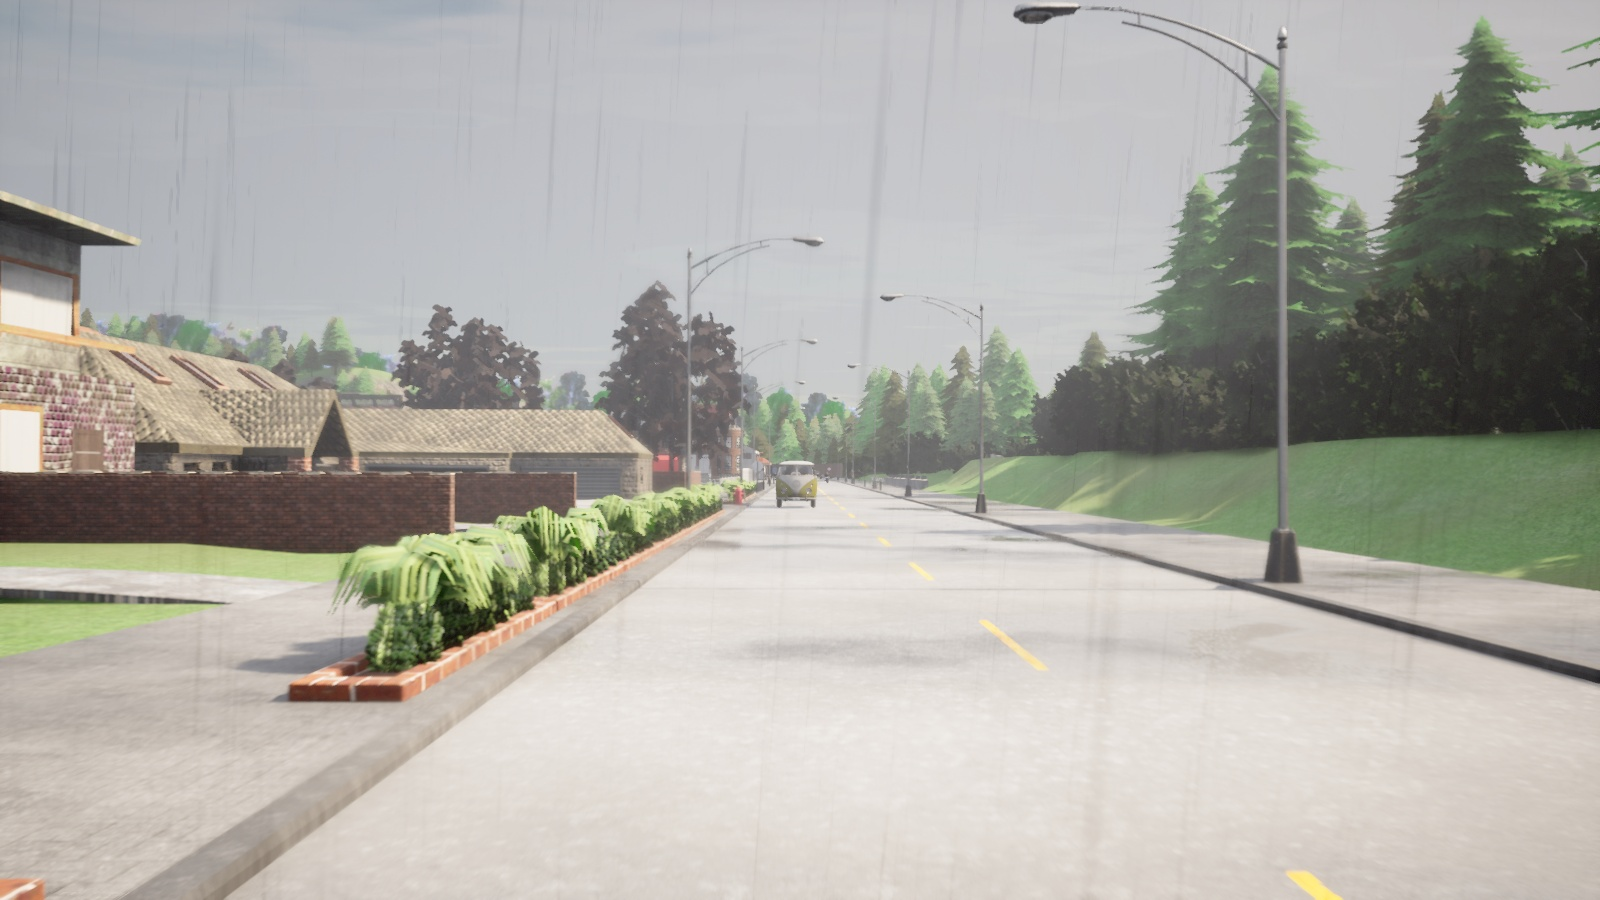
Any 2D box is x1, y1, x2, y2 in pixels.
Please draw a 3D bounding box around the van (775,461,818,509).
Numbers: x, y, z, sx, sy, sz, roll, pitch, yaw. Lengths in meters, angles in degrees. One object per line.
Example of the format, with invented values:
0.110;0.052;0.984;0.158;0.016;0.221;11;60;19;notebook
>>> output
-0.143;1.471;53.953;1.775;1.987;4.442;0;-1;0;van
